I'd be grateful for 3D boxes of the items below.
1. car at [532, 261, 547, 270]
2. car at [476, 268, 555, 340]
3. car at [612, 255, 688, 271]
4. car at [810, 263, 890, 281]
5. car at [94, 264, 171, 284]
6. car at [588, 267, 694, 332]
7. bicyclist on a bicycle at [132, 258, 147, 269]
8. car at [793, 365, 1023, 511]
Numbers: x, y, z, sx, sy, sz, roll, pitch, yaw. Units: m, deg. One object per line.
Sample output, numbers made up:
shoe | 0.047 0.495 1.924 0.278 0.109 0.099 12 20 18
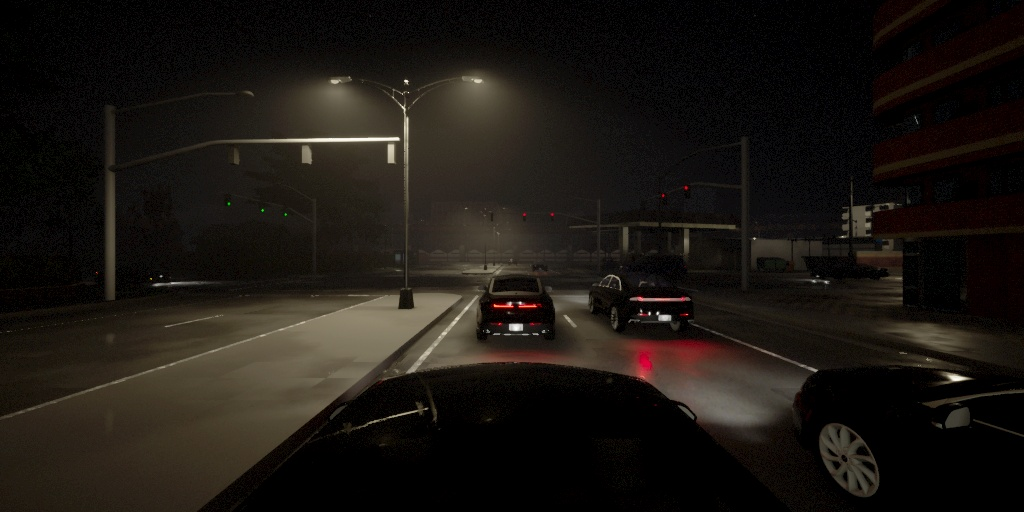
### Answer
car | 3.667 1.351 48.898 1.895 1.301 4.718 0 0 1
car | 0.100 1.255 9.984 1.837 1.490 4.892 0 0 0
car | 11.563 0.972 29.759 5.566 2.045 2.150 0 0 -1
car | 28.207 1.298 29.987 5.357 1.411 2.033 0 0 -1
car | -27.749 1.314 26.308 4.181 1.385 1.994 0 0 0
car | 3.607 1.242 10.838 2.128 1.511 4.902 0 0 0
bicyclist on a bicycle | -38.211 1.053 36.732 0.582 1.620 1.656 0 0 0
car | 3.600 1.255 1.430 1.837 1.490 4.892 0 0 0
